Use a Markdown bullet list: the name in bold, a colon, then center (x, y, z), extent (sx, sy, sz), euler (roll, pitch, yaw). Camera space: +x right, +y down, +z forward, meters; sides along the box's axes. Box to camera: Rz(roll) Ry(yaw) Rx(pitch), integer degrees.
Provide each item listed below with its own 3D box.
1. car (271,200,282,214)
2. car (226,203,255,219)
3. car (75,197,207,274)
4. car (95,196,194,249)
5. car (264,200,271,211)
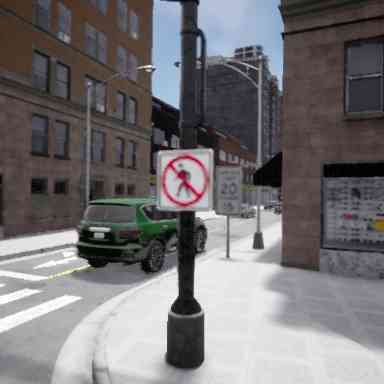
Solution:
- **car**: center (11.057, 1.872, 39.618), extent (1.994, 1.385, 4.181), euler (0, 0, 23)
- **car**: center (4.652, 1.755, 31.372), extent (1.994, 1.385, 4.181), euler (0, 0, 24)
- **car**: center (-1.336, 1.242, 11.045), extent (2.150, 2.045, 5.566), euler (0, 0, 23)
- **car**: center (-1.973, 1.261, 16.114), extent (2.150, 2.045, 5.566), euler (0, 0, 23)
- **car**: center (11.551, 1.815, 47.035), extent (2.033, 1.411, 5.357), euler (0, 0, 23)
